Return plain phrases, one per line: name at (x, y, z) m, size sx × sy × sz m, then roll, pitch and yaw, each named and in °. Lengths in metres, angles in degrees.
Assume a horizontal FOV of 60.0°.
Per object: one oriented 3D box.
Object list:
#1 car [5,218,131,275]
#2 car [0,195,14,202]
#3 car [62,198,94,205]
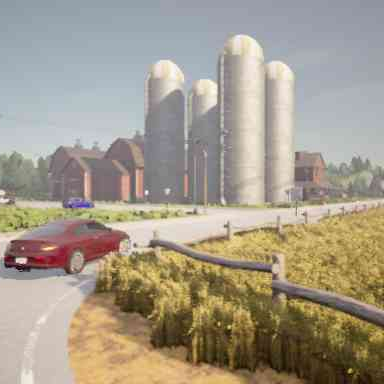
car at (-3.651, 1.556, 10.556) m, size 1.812 × 1.442 × 4.674 m, roll -1°, pitch 0°, yaw 15°
car at (-35.569, 1.496, 62.643) m, size 1.905 × 1.878 × 3.866 m, roll 0°, pitch 0°, yaw 38°
car at (-16.337, 1.630, 47.944) m, size 2.242 × 1.667 × 4.611 m, roll 0°, pitch 0°, yaw 38°
